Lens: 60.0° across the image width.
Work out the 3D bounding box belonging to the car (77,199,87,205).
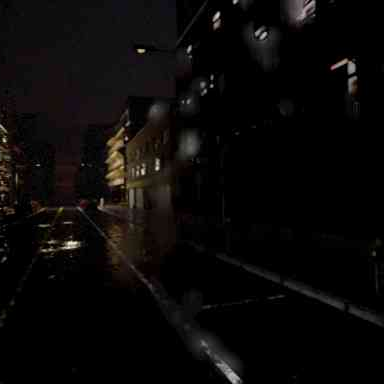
[{"bbox_3d":[-26.103,2.409,78.987,2.008,1.369,4.403,-1,0,-20],"label":"car"}]

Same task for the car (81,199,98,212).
[{"bbox_3d":[-14.377,2.022,47.452,1.752,1.417,4.829,-1,0,-20],"label":"car"}]

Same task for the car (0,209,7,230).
[{"bbox_3d":[-14.314,1.955,23.244,1.802,1.307,4.206,-1,0,-20],"label":"car"}]

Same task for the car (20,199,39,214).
[{"bbox_3d":[-22.175,1.933,44.376,2.192,1.841,5.009,-1,0,-20],"label":"car"}]

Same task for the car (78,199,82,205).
[{"bbox_3d":[-18.246,2.161,57.857,1.887,1.381,4.507,-1,0,-20],"label":"car"}]

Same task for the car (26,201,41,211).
[{"bbox_3d":[-26.101,2.284,54.939,1.887,1.381,4.507,-1,0,-20],"label":"car"}]

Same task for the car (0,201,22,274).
[{"bbox_3d":[-5.852,1.369,8.190,2.150,2.045,5.566,-1,0,-20],"label":"car"}]
